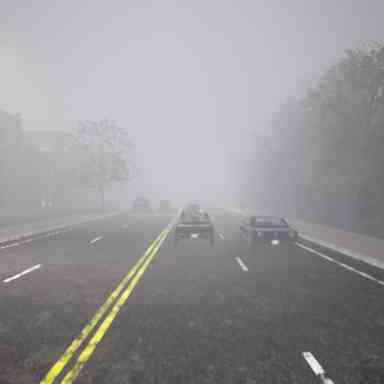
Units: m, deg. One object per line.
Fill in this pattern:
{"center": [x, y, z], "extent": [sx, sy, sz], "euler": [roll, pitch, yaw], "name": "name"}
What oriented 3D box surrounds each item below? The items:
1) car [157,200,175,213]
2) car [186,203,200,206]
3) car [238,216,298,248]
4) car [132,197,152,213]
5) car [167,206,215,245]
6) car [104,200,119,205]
{"center": [-3.407, 1.796, 44.016], "extent": [2.097, 1.767, 4.553], "euler": [0, 0, -1], "name": "car"}
{"center": [0.098, 1.874, 34.526], "extent": [1.812, 1.442, 4.674], "euler": [0, -1, 0], "name": "car"}
{"center": [3.353, 1.759, 15.610], "extent": [1.895, 1.301, 4.718], "euler": [0, -1, 0], "name": "car"}
{"center": [-6.665, 1.681, 45.104], "extent": [2.150, 2.045, 5.566], "euler": [0, -1, 0], "name": "car"}
{"center": [0.103, 1.658, 16.448], "extent": [2.128, 1.511, 4.902], "euler": [0, -1, 0], "name": "car"}
{"center": [-20.680, 2.674, 84.261], "extent": [4.313, 1.339, 1.947], "euler": [-1, 1, -1], "name": "car"}
